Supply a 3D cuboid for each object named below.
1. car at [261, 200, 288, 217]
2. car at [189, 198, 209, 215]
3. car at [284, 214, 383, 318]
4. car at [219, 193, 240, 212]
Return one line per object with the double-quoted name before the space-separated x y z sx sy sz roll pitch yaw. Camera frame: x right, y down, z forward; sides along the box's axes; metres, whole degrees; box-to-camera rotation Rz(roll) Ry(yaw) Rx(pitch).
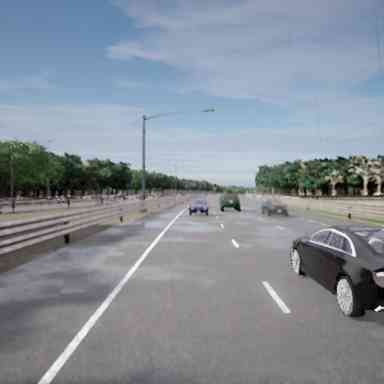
"car" 7.612 1.487 30.940 1.812 1.442 4.674 0 0 2
"car" 0.662 1.556 33.016 1.895 1.301 4.718 0 0 1
"car" 3.648 1.482 7.345 2.128 1.511 4.902 0 0 0
"car" 4.367 1.171 38.876 2.150 2.045 5.566 0 0 2
